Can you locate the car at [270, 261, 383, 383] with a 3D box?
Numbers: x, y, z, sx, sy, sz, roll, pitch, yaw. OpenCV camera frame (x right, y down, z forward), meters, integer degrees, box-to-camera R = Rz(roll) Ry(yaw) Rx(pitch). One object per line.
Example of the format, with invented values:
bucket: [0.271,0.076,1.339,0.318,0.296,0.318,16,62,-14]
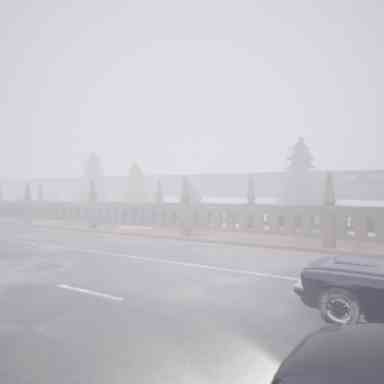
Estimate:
car: [2.532,1.546,1.982,4.181,1.385,1.994,0,0,36]

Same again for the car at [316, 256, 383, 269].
car: [4.141,1.567,5.218,4.718,1.301,1.895,0,0,36]
